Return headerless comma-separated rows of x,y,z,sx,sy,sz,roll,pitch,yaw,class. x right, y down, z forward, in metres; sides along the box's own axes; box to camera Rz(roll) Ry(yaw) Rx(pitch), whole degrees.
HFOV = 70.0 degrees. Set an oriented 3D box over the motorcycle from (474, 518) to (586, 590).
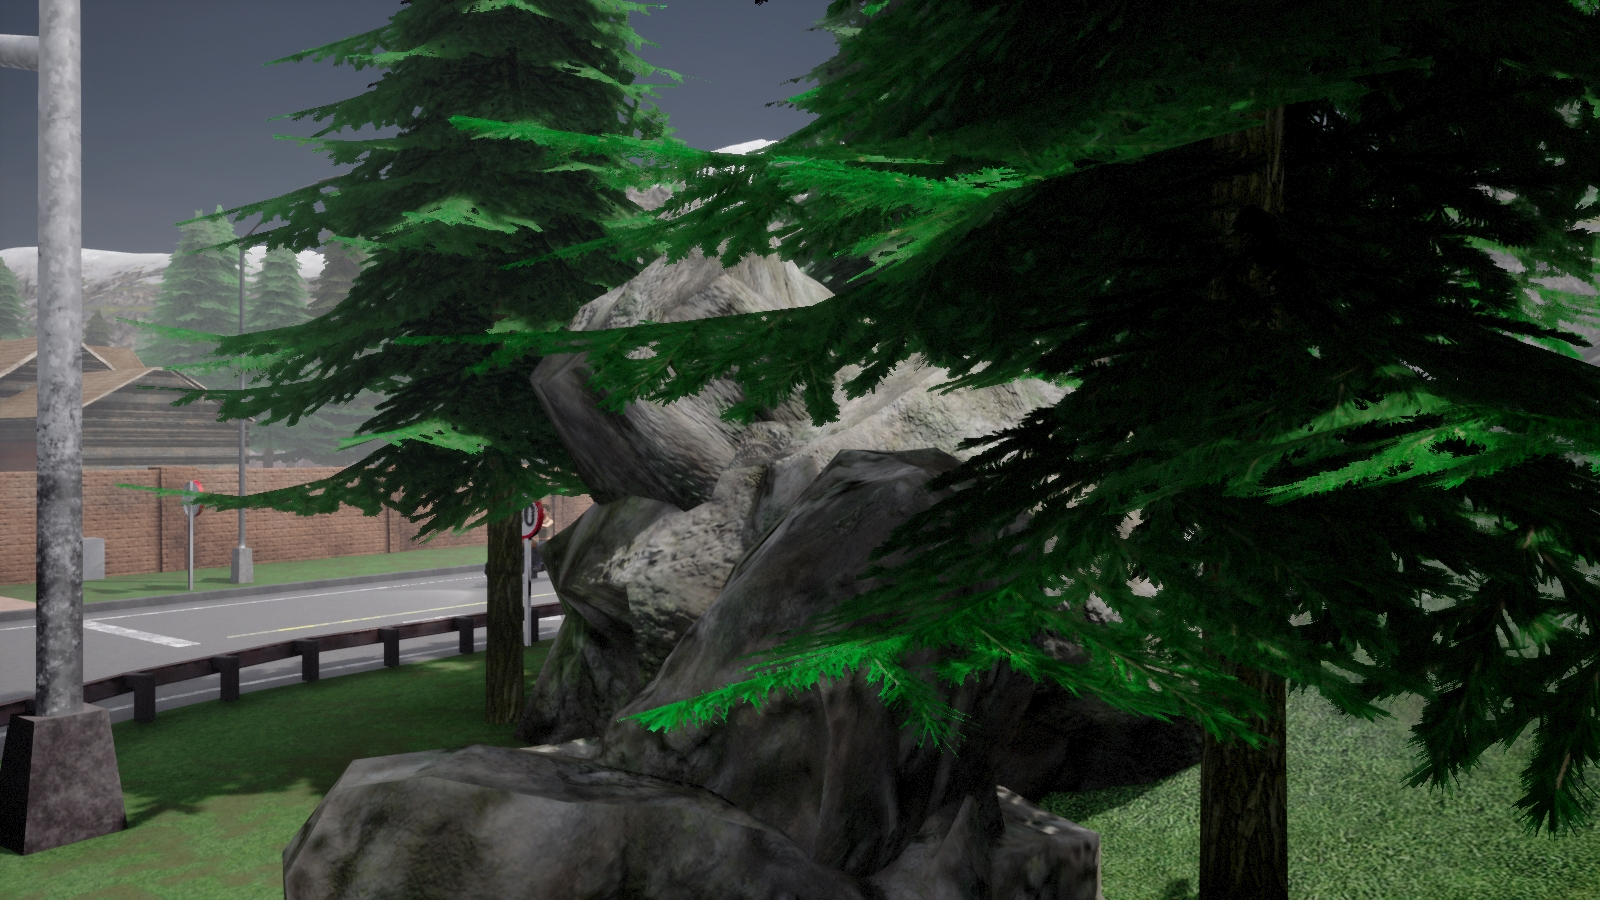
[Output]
-5.636,2.150,24.014,0.764,1.277,2.356,0,0,36,motorcycle
